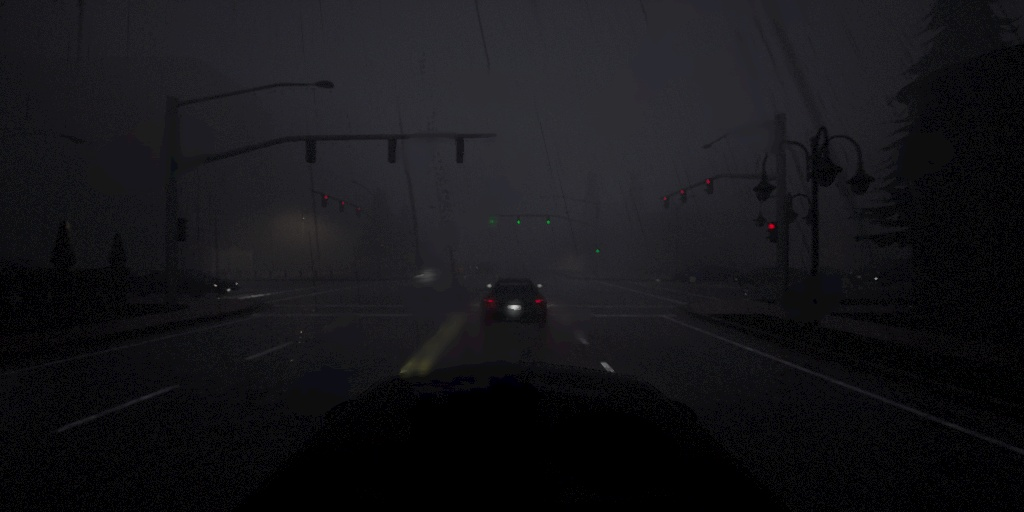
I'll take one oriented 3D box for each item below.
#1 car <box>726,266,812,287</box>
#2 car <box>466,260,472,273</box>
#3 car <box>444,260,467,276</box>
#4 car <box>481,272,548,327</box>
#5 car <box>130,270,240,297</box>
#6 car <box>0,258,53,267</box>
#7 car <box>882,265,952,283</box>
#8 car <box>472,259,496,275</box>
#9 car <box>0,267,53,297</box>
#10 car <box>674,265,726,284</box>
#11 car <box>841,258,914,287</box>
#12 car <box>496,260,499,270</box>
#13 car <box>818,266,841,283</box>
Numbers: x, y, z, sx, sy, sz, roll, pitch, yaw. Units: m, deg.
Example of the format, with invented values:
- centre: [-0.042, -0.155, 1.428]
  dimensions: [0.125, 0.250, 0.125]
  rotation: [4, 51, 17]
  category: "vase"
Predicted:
- centre: [18.950, 1.478, 26.482]
  dimensions: [4.892, 1.490, 1.837]
  rotation: [0, -1, -1]
  category: "car"
- centre: [-7.099, 1.705, 53.508]
  dimensions: [2.128, 1.511, 4.902]
  rotation: [0, -1, 0]
  category: "car"
- centre: [-7.108, 1.607, 44.083]
  dimensions: [1.882, 1.535, 5.008]
  rotation: [0, -1, 0]
  category: "car"
- centre: [0.085, 1.405, 11.880]
  dimensions: [1.994, 1.385, 4.181]
  rotation: [0, 0, 0]
  category: "car"
- centre: [-18.011, 1.456, 19.550]
  dimensions: [5.357, 1.411, 2.033]
  rotation: [0, -1, 2]
  category: "car"
- centre: [-31.964, 1.161, 23.110]
  dimensions: [5.566, 2.045, 2.150]
  rotation: [0, -1, 0]
  category: "car"
- centre: [35.975, 1.570, 31.865]
  dimensions: [5.357, 1.411, 2.033]
  rotation: [0, -1, -17]
  category: "car"
- centre: [-3.603, 1.508, 47.019]
  dimensions: [2.097, 1.767, 4.553]
  rotation: [0, -1, 0]
  category: "car"
- centre: [-28.080, 1.456, 19.605]
  dimensions: [5.357, 1.411, 2.033]
  rotation: [0, -1, 0]
  category: "car"
- centre: [16.187, 1.482, 29.921]
  dimensions: [5.008, 1.535, 1.882]
  rotation: [0, -1, -2]
  category: "car"
- centre: [28.460, 1.199, 26.904]
  dimensions: [5.566, 2.045, 2.150]
  rotation: [0, -1, -7]
  category: "car"
- centre: [-3.593, 1.728, 56.062]
  dimensions: [2.128, 1.511, 4.902]
  rotation: [0, -1, 0]
  category: "car"
- centre: [25.519, 1.533, 30.189]
  dimensions: [4.674, 1.442, 1.812]
  rotation: [0, -1, -4]
  category: "car"
